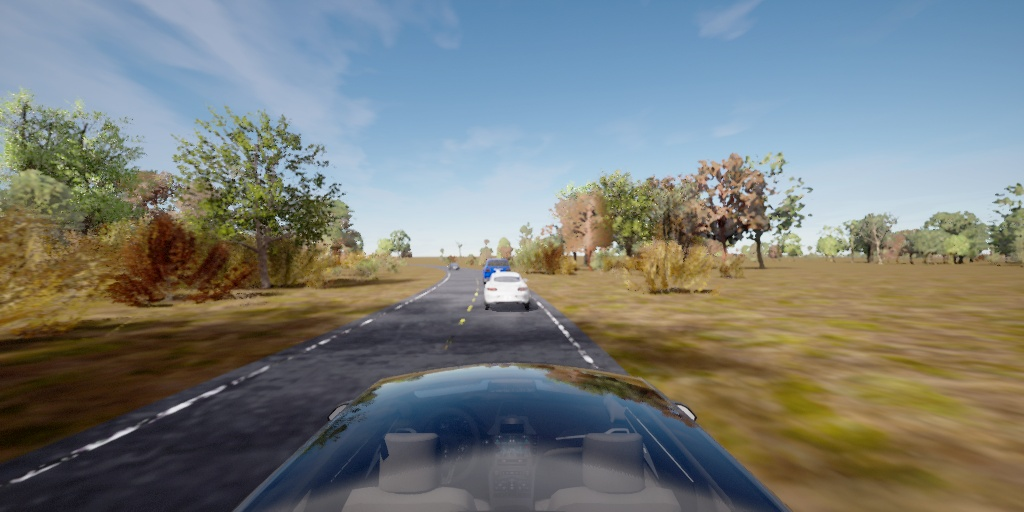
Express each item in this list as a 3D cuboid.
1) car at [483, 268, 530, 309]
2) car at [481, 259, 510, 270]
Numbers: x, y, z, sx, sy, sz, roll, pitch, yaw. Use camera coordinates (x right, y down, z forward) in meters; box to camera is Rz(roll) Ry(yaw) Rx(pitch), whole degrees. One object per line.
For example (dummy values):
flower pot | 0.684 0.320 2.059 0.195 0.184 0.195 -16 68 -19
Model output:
car | -0.270 1.424 15.813 1.812 1.442 4.674 0 0 -3
car | -1.289 1.267 29.528 2.150 2.045 5.566 0 0 -6
